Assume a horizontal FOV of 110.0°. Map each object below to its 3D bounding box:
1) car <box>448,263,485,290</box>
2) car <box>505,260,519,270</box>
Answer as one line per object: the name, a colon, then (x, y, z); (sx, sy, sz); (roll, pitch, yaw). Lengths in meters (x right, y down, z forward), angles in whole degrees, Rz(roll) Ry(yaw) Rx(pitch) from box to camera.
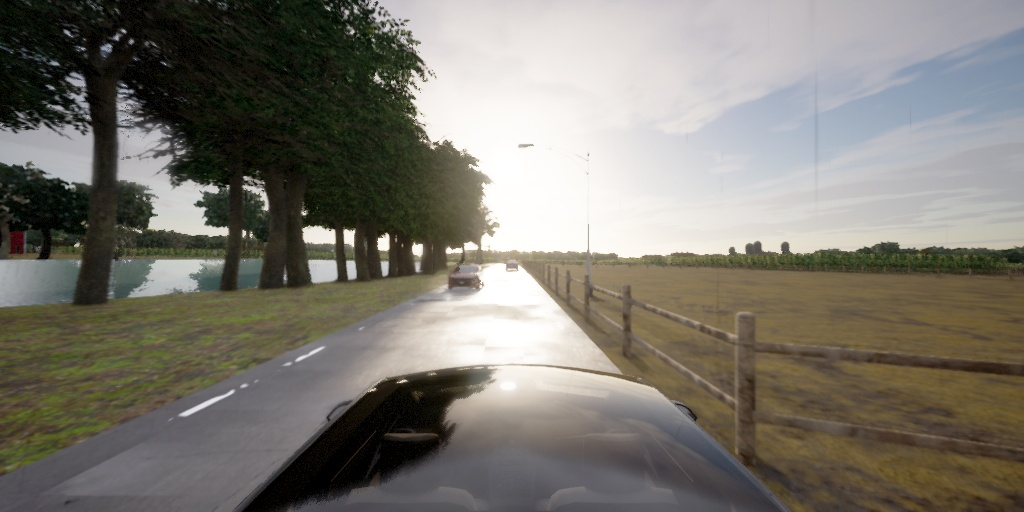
car: (-2.795, 1.247, 22.699); (1.882, 1.535, 5.008); (0, 0, 1)
car: (-0.003, 1.355, 53.978); (1.882, 1.535, 5.008); (0, 0, 0)
